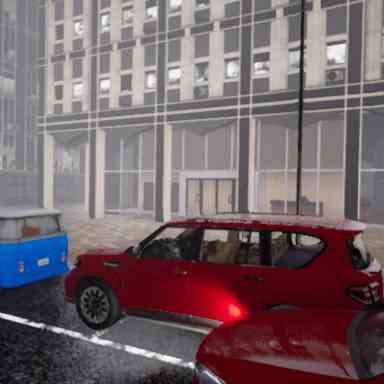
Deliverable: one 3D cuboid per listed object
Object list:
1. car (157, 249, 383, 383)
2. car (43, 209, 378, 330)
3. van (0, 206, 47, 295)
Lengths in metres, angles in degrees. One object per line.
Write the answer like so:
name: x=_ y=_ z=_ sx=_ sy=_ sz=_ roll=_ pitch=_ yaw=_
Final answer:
car: x=2.232 y=1.523 z=2.411 sx=4.674 sy=1.442 sz=1.812 roll=1 pitch=1 yaw=27
car: x=0.319 y=1.264 z=5.379 sx=5.009 sy=1.841 sz=2.192 roll=1 pitch=1 yaw=26
van: x=-4.810 y=1.218 z=7.828 sx=3.998 sy=1.788 sz=1.690 roll=1 pitch=1 yaw=26
